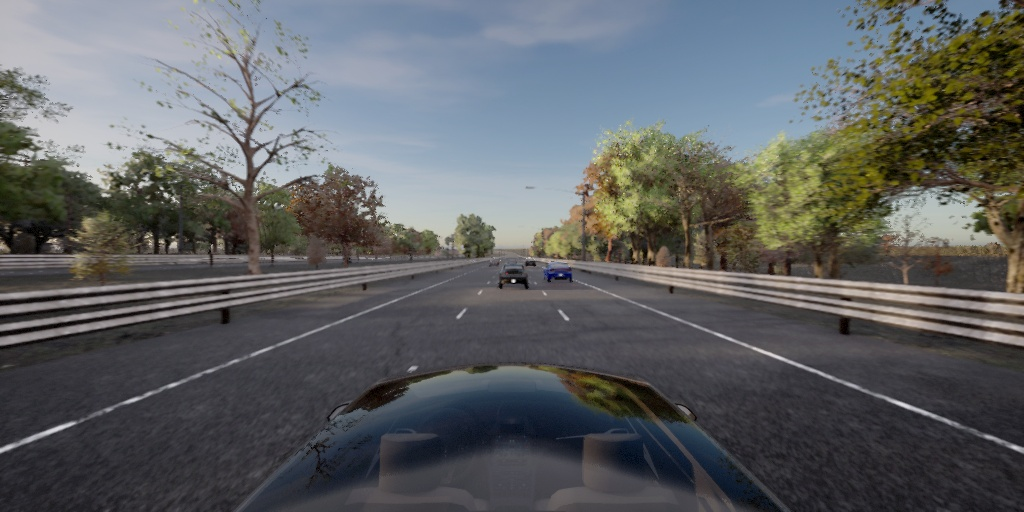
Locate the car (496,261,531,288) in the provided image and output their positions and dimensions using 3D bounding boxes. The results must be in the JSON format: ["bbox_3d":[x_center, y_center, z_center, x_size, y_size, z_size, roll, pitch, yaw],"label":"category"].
[{"bbox_3d":[0.095,1.270,24.327,1.837,1.490,4.892,0,0,0],"label":"car"}]

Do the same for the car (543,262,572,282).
[{"bbox_3d":[3.592,1.245,28.818,1.882,1.535,5.008,0,0,0],"label":"car"}]
